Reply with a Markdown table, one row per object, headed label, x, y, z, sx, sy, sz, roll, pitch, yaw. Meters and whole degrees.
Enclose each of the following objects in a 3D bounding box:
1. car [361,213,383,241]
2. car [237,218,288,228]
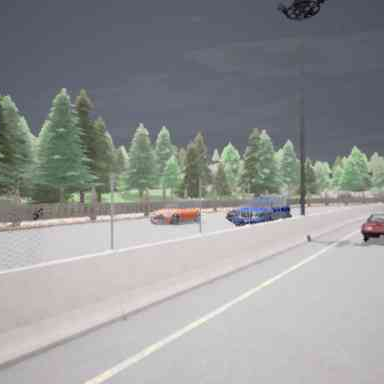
| label | x | y | z | sx | sy | sz | roll | pitch | yaw |
| --- | --- | --- | --- | --- | --- | --- | --- | --- | --- |
| car | 9.846 | 1.723 | 16.691 | 1.895 | 1.301 | 4.718 | 0 | -1 | 35 |
| car | 4.787 | 1.383 | 22.015 | 2.150 | 2.045 | 5.566 | 0 | 0 | 35 |
